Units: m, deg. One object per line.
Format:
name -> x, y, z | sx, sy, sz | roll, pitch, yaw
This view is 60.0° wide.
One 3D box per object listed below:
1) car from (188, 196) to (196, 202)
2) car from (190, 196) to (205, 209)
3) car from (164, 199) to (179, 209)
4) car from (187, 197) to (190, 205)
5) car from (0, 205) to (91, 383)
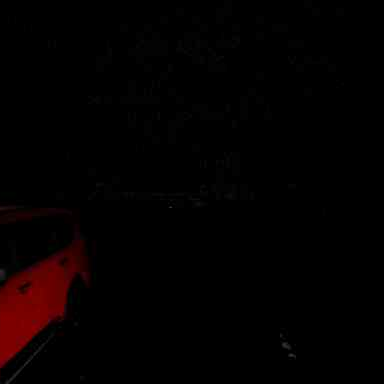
car -> -0.025, 1.756, 82.766 | 1.994, 1.385, 4.181 | 0, 0, 0
car -> 0.948, 1.604, 48.259 | 1.801, 1.575, 5.366 | 0, 0, 0
car -> -2.847, 1.690, 47.022 | 2.033, 1.411, 5.357 | 0, 0, 0
car -> -0.020, 1.761, 66.056 | 1.812, 1.442, 4.674 | 0, 0, 0
car -> -2.852, 1.224, 3.708 | 2.150, 2.045, 5.566 | 0, 0, 0
